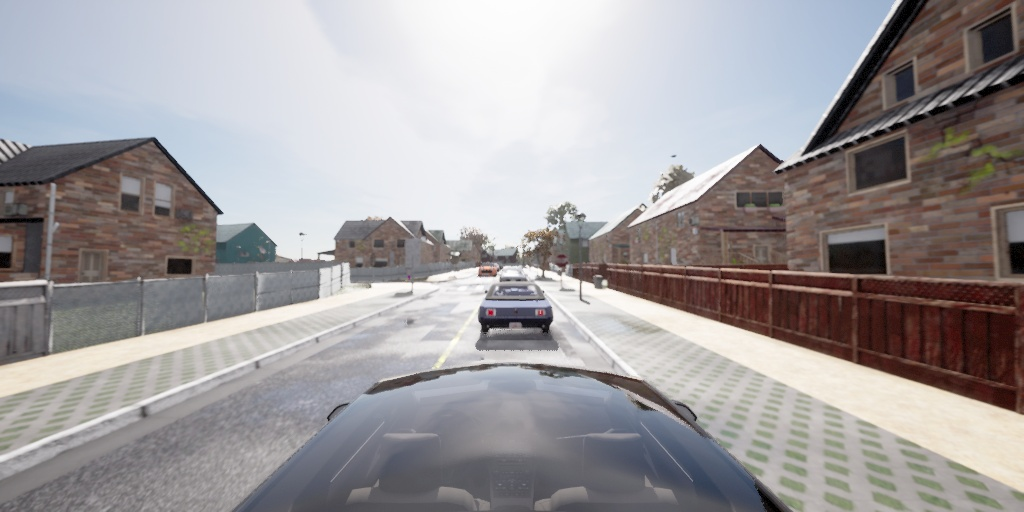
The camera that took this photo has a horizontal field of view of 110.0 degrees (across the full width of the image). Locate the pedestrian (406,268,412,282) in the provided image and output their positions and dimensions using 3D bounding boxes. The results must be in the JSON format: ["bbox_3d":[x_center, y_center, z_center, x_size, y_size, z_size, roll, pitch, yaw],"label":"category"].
[{"bbox_3d":[-9.958,1.518,34.770,0.375,1.860,0.375,0,-2,5],"label":"pedestrian"}]

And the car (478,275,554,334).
[{"bbox_3d":[0.087,1.437,10.989,1.895,1.301,4.718,0,-1,0],"label":"car"}]

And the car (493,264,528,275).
[{"bbox_3d":[0.076,1.481,23.238,2.033,1.411,5.357,0,1,0],"label":"car"}]

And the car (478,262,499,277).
[{"bbox_3d":[-2.903,1.550,43.440,2.097,1.767,4.553,0,-1,0],"label":"car"}]
